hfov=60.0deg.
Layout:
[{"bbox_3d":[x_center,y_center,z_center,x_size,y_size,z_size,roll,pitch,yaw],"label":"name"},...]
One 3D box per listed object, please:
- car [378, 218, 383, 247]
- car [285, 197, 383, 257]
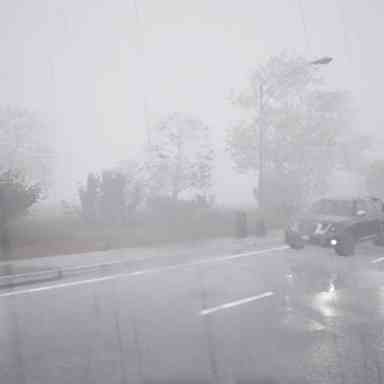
[{"bbox_3d":[8.194,1.559,10.678,5.357,1.411,2.033,0,0,-41],"label":"car"},{"bbox_3d":[6.042,1.241,13.452,5.566,2.045,2.150,0,0,-41],"label":"car"}]
